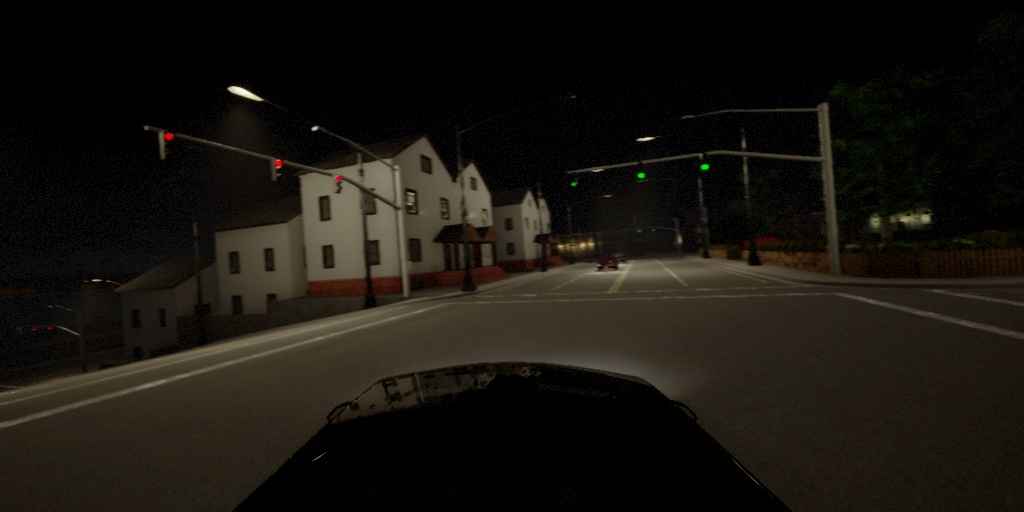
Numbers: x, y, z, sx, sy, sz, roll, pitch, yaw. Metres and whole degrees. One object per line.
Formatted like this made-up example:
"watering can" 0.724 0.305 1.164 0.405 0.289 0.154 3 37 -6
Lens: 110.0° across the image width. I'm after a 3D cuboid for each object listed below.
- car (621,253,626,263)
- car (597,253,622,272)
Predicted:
"car" 15.764 0.342 52.970 2.128 1.511 4.902 -4 0 20
"car" 9.877 0.756 36.830 1.812 1.442 4.674 -4 0 20
